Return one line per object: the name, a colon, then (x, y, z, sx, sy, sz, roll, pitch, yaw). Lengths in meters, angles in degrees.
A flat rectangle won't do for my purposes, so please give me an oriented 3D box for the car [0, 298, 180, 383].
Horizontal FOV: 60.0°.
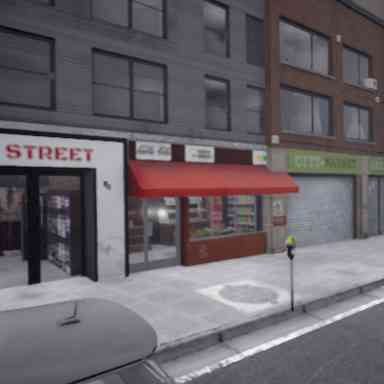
car: (-1.736, 1.444, 1.185, 4.097, 1.590, 1.967, 0, 0, -35)
